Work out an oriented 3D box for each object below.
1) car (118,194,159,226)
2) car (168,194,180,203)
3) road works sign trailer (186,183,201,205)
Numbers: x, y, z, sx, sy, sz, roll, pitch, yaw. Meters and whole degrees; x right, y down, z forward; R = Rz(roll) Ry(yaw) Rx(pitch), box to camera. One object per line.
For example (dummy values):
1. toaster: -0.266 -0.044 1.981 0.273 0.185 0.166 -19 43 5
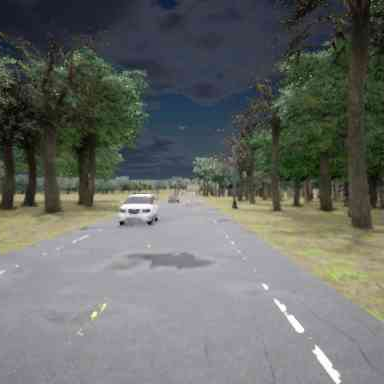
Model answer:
1. car: -3.601 1.162 23.267 2.150 2.045 5.566 0 0 0
2. car: -3.525 1.247 64.426 2.097 1.767 4.553 0 0 1
3. road works sign trailer: 0.191 0.364 55.013 2.380 3.560 2.880 0 0 -8
